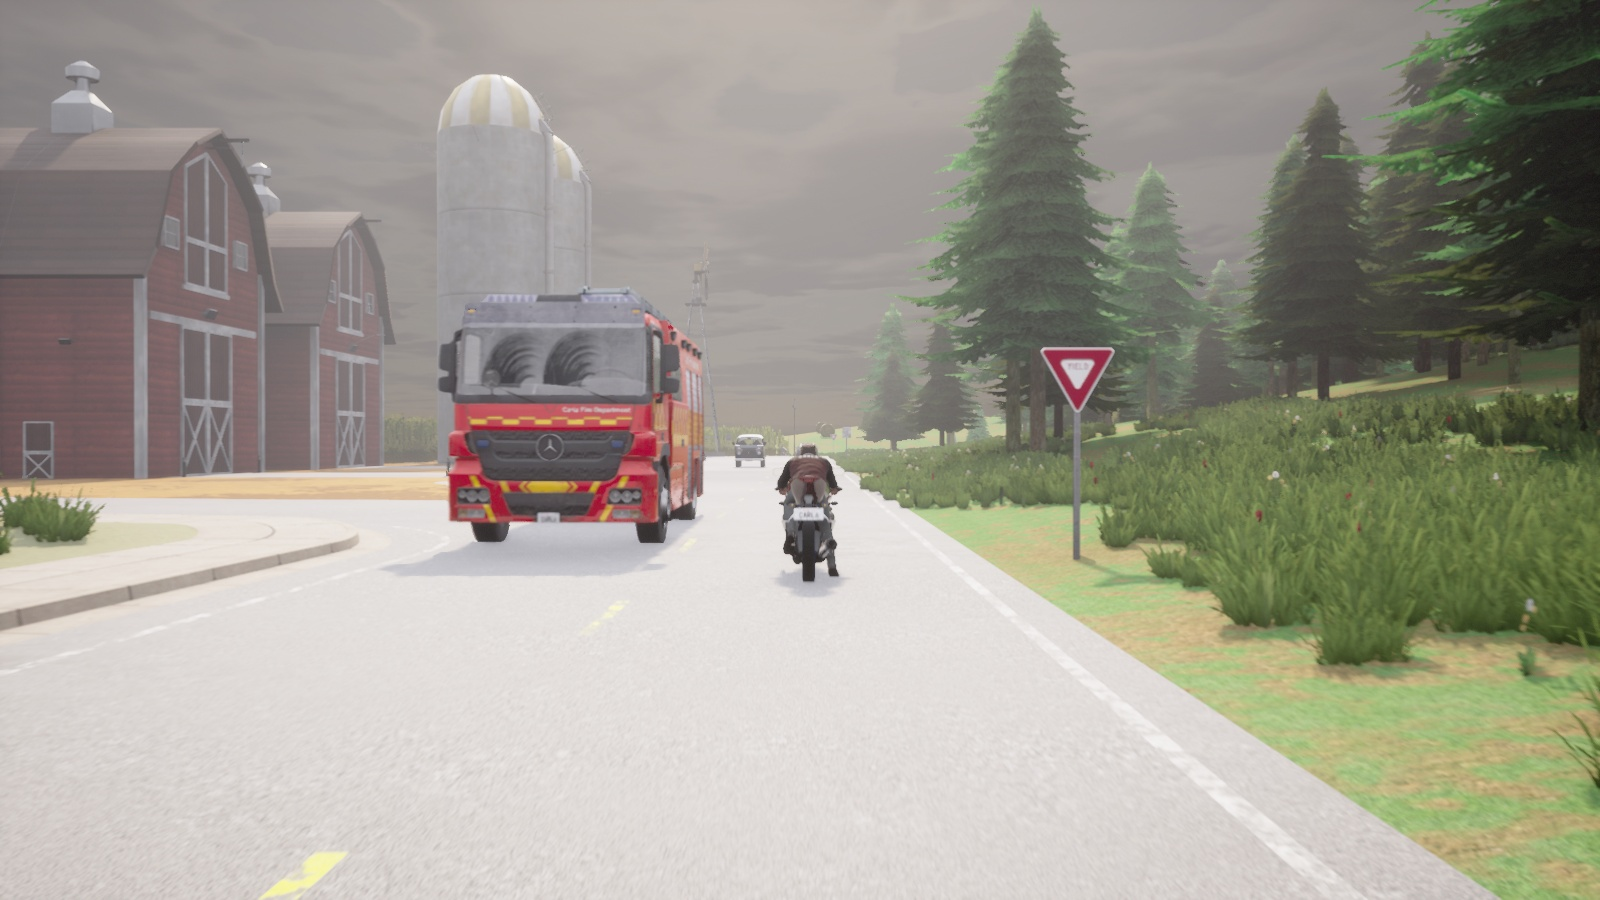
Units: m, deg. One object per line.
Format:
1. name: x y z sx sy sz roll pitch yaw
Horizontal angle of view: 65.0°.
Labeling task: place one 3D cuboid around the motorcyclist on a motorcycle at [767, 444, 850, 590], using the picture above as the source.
1. motorcyclist on a motorcycle: 0.097 0.701 14.282 0.866 1.530 2.191 0 0 0

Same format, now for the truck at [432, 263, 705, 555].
1. truck: -3.361 -0.580 20.724 2.891 3.827 8.468 0 1 0

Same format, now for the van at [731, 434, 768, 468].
1. van: -3.047 0.034 76.913 2.069 2.038 4.480 0 0 0
